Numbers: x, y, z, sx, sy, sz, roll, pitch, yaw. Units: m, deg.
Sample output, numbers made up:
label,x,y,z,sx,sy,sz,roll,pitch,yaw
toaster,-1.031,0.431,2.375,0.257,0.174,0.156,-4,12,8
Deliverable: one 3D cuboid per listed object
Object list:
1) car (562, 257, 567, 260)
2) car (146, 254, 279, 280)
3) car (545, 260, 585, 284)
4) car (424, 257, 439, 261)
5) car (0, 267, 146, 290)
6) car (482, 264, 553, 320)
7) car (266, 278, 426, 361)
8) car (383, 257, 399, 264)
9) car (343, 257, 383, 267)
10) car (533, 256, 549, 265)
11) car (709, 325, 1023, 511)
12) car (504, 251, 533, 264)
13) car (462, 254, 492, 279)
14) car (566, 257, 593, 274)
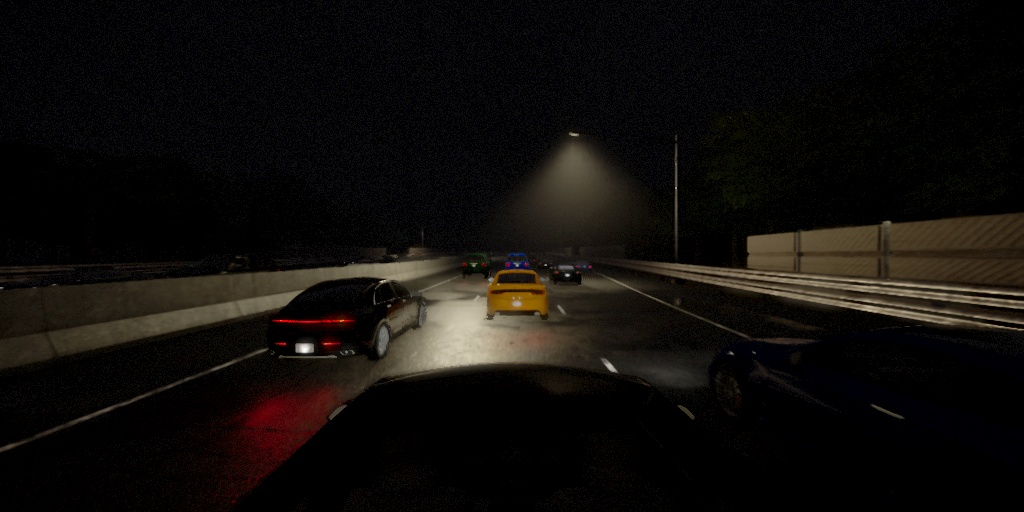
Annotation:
label,x,y,z,sx,sy,sz,roll,pitch,yaw
car,7.722,0.922,49.494,1.837,1.490,4.892,0,1,1
car,-13.970,0.944,17.631,2.150,2.045,5.566,0,0,1
car,3.772,1.240,26.002,1.994,1.385,4.181,0,0,1
car,-13.137,0.867,59.517,1.895,1.301,4.718,0,1,2
car,-20.971,1.271,17.778,2.033,1.411,5.357,0,0,1
car,0.174,1.213,12.677,1.882,1.535,5.008,0,0,1
car,-3.363,1.249,8.257,1.837,1.490,4.892,0,0,0
car,-20.155,0.884,58.708,1.895,1.301,4.718,0,1,2
car,-17.039,1.141,41.234,1.895,1.301,4.718,0,1,1
car,4.136,1.042,45.474,1.994,1.385,4.181,0,1,1
car,3.507,1.273,2.789,1.812,1.442,4.674,0,0,0
car,0.482,0.852,31.974,2.150,2.045,5.566,0,1,1
car,-3.025,0.856,31.661,2.150,2.045,5.566,0,1,1
car,7.372,1.112,38.313,2.033,1.411,5.357,0,1,3
